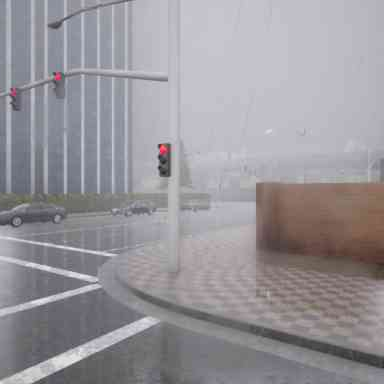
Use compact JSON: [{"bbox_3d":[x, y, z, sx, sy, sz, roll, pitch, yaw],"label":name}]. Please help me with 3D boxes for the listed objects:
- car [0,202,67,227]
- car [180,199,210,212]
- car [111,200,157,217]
[{"bbox_3d":[-11.062,1.505,22.959,1.837,1.490,4.892,0,0,35],"label":"car"},{"bbox_3d":[0.415,1.564,39.099,1.994,1.385,4.181,0,0,35],"label":"car"},{"bbox_3d":[-5.357,1.491,30.992,2.128,1.511,4.902,0,0,35],"label":"car"}]
